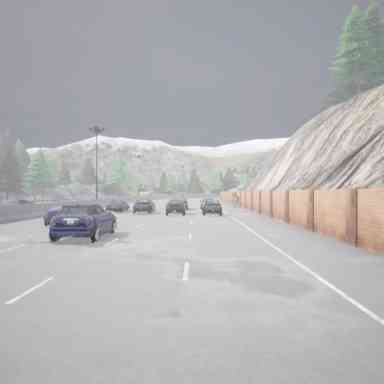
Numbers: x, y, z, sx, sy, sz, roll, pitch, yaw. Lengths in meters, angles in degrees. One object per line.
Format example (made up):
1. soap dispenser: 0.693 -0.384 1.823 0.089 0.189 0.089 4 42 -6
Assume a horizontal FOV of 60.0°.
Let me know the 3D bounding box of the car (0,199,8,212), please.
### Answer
1. car: -22.630 1.540 36.757 1.837 1.490 4.892 0 0 1

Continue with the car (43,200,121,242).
1. car: -5.243 1.352 16.566 2.097 1.767 4.553 0 0 1

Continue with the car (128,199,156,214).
1. car: -5.043 1.490 35.690 2.128 1.511 4.902 0 0 1

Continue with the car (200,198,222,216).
1. car: 1.929 1.491 32.757 2.128 1.511 4.902 0 0 1

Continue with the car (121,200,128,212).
1. car: -8.513 1.564 38.087 1.994 1.385 4.181 0 0 1

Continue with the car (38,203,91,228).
1. car: -8.673 1.526 23.128 1.812 1.442 4.674 0 0 1

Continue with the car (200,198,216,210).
1. car: 2.037 1.525 43.208 1.812 1.442 4.674 0 0 1

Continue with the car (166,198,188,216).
1. car: -1.570 1.505 32.944 1.837 1.490 4.892 0 0 0

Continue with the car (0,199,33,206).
1. car: -19.148 1.478 35.976 1.882 1.535 5.008 0 0 1
